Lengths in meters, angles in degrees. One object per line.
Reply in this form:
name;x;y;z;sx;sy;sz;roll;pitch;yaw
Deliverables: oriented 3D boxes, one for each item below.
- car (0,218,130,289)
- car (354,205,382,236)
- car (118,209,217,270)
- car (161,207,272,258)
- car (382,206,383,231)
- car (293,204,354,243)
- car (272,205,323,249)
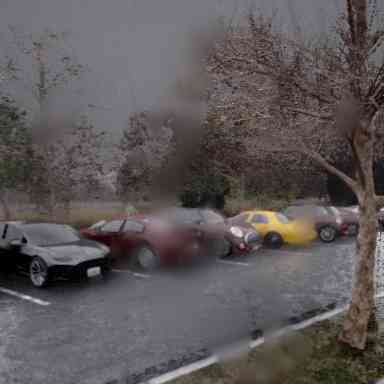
car;-4.325;1.535;9.338;4.792;1.488;2.163;-1;-1;34
car;7.501;1.539;18.222;4.674;1.452;2.002;-1;-1;33
car;-1.960;1.504;11.093;5.008;1.535;2.097;-1;-1;34
car;0.393;1.378;12.882;4.553;1.767;2.185;-1;-1;34
car;9.838;1.537;20.040;4.674;1.452;2.002;-1;-1;32
car;5.173;1.374;16.405;4.553;1.767;2.185;-1;-1;33
car;2.632;1.501;14.733;5.366;1.575;1.946;-1;0;33
